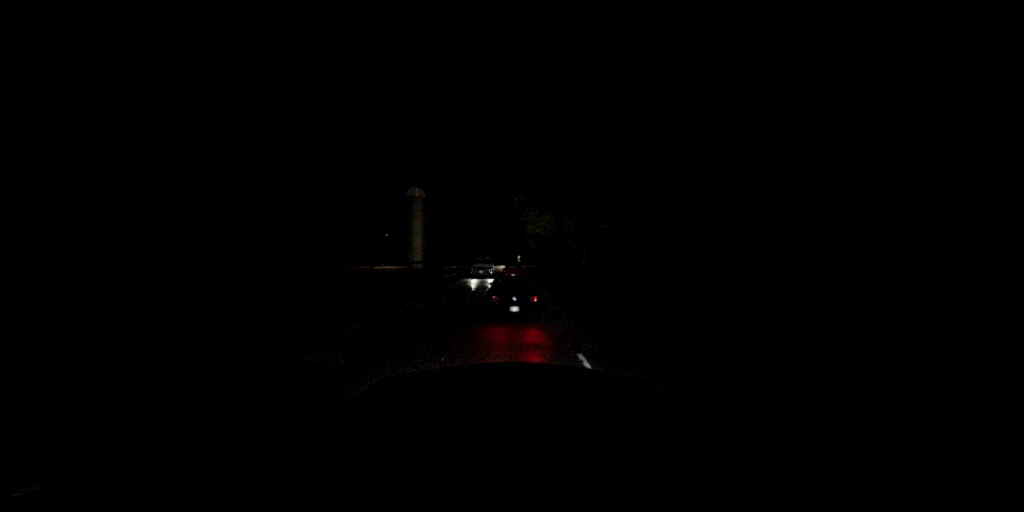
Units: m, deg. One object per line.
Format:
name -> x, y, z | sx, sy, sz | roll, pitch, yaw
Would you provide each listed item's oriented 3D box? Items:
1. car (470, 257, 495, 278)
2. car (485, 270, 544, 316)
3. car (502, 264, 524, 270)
car -> -2.854, 1.112, 35.935 | 2.150, 2.045, 5.566 | 0, 0, 0
car -> 0.089, 1.374, 13.453 | 1.895, 1.301, 4.718 | 0, 0, 0
car -> 0.087, 1.388, 31.228 | 1.812, 1.442, 4.674 | 0, 0, 0
